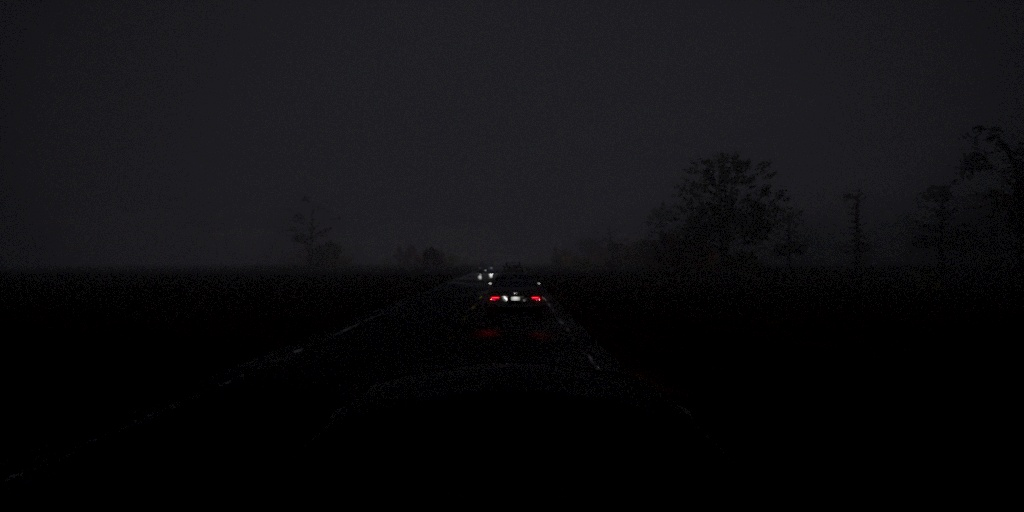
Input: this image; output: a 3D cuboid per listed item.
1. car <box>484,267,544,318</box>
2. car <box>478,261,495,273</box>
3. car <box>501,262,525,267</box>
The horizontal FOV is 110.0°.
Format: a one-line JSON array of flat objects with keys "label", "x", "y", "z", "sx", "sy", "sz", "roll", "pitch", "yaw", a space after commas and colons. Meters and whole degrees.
[{"label": "car", "x": 0.099, "y": 1.296, "z": 13.016, "sx": 2.033, "sy": 1.411, "sz": 5.357, "roll": 0, "pitch": 0, "yaw": 0}, {"label": "car", "x": -3.009, "y": 1.292, "z": 43.506, "sx": 2.033, "sy": 1.411, "sz": 5.357, "roll": 0, "pitch": 0, "yaw": 0}, {"label": "car", "x": 0.099, "y": 1.238, "z": 31.584, "sx": 2.128, "sy": 1.511, "sz": 4.902, "roll": 0, "pitch": 0, "yaw": 0}]
